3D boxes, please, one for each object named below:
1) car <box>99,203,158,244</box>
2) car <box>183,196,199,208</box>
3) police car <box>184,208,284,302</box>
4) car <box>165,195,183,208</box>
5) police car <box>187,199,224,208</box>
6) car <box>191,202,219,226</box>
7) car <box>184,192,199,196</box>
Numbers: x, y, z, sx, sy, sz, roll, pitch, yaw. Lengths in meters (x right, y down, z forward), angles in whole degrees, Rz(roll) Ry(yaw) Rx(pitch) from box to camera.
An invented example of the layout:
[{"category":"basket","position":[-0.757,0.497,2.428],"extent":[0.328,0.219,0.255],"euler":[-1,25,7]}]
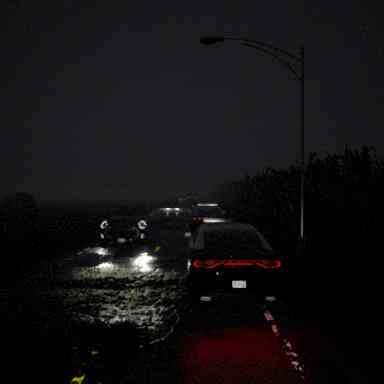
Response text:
[{"category":"car","position":[-2.825,1.345,15.583],"extent":[2.097,1.767,4.553],"euler":[0,0,0]},{"category":"car","position":[0.116,1.549,46.088],"extent":[1.895,1.301,4.718],"euler":[0,0,1]},{"category":"police car","position":[0.837,1.423,8.455],"extent":[1.930,1.638,5.238],"euler":[0,0,0]},{"category":"car","position":[-2.678,1.511,46.498],"extent":[1.994,1.385,4.181],"euler":[0,0,0]},{"category":"police car","position":[0.853,1.415,18.454],"extent":[1.930,1.638,5.238],"euler":[0,0,0]},{"category":"car","position":[0.862,1.509,24.344],"extent":[1.812,1.442,4.674],"euler":[0,0,0]},{"category":"car","position":[0.093,1.134,60.053],"extent":[2.150,2.045,5.566],"euler":[0,0,0]}]
